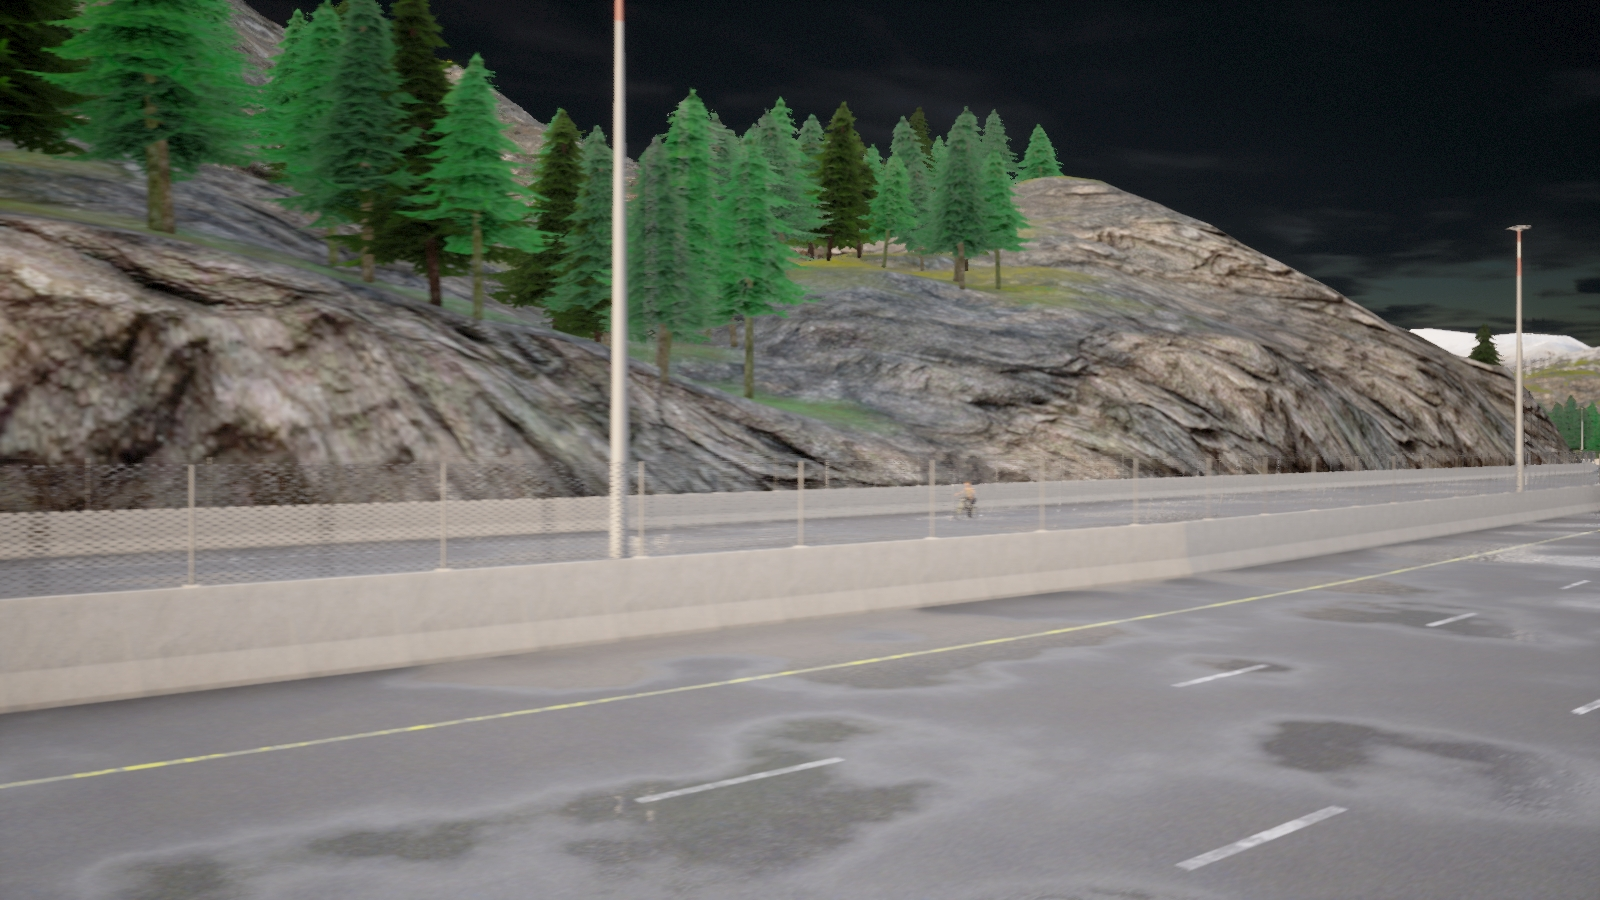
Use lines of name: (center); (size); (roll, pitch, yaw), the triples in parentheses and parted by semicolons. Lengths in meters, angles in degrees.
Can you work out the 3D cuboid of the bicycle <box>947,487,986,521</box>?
bicycle: (6.749, 2.192, 46.310); (1.487, 1.295, 0.859); (0, 0, -44)
